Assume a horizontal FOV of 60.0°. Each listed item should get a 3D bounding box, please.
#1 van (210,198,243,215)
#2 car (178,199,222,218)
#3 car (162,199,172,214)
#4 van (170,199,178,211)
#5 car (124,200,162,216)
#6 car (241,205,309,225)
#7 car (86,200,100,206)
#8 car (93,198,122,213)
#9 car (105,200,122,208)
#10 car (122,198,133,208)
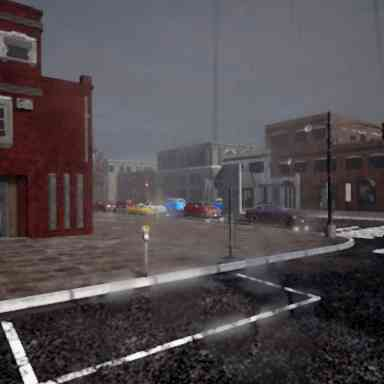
[{"bbox_3d":[4.093,1.691,39.787,1.690,1.788,3.998,-2,0,-36],"label":"van"},{"bbox_3d":[0.972,1.722,34.276,2.097,1.767,4.553,-1,0,-36],"label":"car"},{"bbox_3d":[-4.950,2.038,42.369,1.812,1.442,4.674,-1,0,-36],"label":"car"},{"bbox_3d":[-2.600,1.852,48.914,1.690,1.788,3.998,-2,0,-36],"label":"van"},{"bbox_3d":[-5.904,2.036,39.312,1.752,1.417,4.829,-2,0,-36],"label":"car"},{"bbox_3d":[6.571,1.783,26.646,2.033,1.411,5.357,-1,0,-36],"label":"car"},{"bbox_3d":[-22.675,2.579,76.298,1.802,1.307,4.206,-2,0,-36],"label":"car"},{"bbox_3d":[-12.704,1.990,48.576,2.192,1.841,5.009,-2,0,-36],"label":"car"},{"bbox_3d":[-15.981,2.417,67.170,1.802,1.307,4.206,-2,0,-36],"label":"car"},{"bbox_3d":[-12.642,2.069,62.606,2.192,1.841,5.009,-2,0,-36],"label":"car"}]
